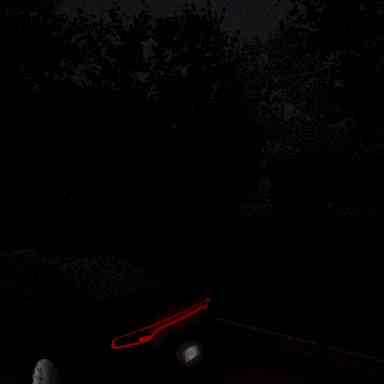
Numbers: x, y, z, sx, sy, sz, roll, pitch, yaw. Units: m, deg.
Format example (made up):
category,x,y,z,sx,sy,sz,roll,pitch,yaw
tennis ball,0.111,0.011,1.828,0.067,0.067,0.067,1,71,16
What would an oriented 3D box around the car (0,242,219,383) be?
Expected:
category,x,y,z,sx,sy,sz,roll,pitch,yaw
car,-2.021,1.485,4.818,5.008,1.535,1.882,0,0,35
